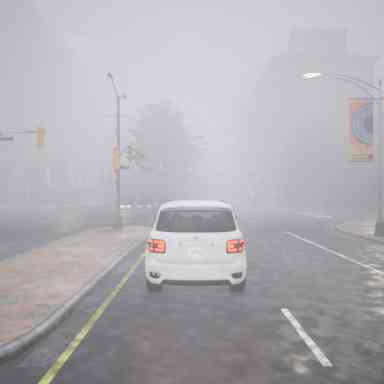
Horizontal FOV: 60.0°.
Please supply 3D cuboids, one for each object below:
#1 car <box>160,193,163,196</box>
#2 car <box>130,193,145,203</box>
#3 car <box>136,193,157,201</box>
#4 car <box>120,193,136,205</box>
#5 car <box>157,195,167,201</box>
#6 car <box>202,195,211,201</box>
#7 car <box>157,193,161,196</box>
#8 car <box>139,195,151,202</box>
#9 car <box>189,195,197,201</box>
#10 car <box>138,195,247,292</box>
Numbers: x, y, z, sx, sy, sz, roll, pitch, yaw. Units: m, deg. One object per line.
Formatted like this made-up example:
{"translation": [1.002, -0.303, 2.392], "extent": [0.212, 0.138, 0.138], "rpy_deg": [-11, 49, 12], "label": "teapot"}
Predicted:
{"translation": [-7.783, 1.239, 76.427], "extent": [2.150, 2.045, 5.566], "rpy_deg": [0, 0, 0], "label": "car"}
{"translation": [-11.302, 1.238, 69.624], "extent": [2.150, 2.045, 5.566], "rpy_deg": [0, 0, 0], "label": "car"}
{"translation": [-7.916, 1.363, 57.926], "extent": [2.097, 1.767, 4.553], "rpy_deg": [0, 0, 0], "label": "car"}
{"translation": [-11.399, 1.503, 59.706], "extent": [2.128, 1.511, 4.902], "rpy_deg": [0, 0, 1], "label": "car"}
{"translation": [-7.754, 1.569, 86.243], "extent": [1.994, 1.385, 4.181], "rpy_deg": [0, 0, 0], "label": "car"}
{"translation": [3.744, 1.556, 85.730], "extent": [2.033, 1.411, 5.357], "rpy_deg": [0, 0, 0], "label": "car"}
{"translation": [-7.834, 1.538, 66.811], "extent": [1.812, 1.442, 4.674], "rpy_deg": [0, 0, 1], "label": "car"}
{"translation": [-11.272, 1.540, 80.063], "extent": [2.128, 1.511, 4.902], "rpy_deg": [0, 0, 0], "label": "car"}
{"translation": [0.253, 1.556, 88.612], "extent": [2.033, 1.411, 5.357], "rpy_deg": [0, 0, 0], "label": "car"}
{"translation": [0.096, 1.223, 9.048], "extent": [2.150, 2.045, 5.566], "rpy_deg": [0, 0, 0], "label": "car"}
